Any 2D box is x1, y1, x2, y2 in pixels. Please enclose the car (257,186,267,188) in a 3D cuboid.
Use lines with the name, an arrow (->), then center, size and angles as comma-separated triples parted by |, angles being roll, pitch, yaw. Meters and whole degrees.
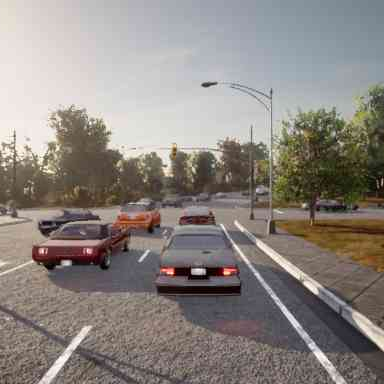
car -> 20.017, -0.763, 93.188 | 2.150, 2.045, 5.566 | 0, 3, 38

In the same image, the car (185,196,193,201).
car -> -1.447, 1.459, 68.482 | 1.895, 1.301, 4.718 | 0, 2, 21

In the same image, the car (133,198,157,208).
car -> -7.092, 1.668, 50.508 | 1.812, 1.442, 4.674 | 0, 0, 17

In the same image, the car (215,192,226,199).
car -> 6.595, 0.836, 77.994 | 1.812, 1.442, 4.674 | 0, 3, 26

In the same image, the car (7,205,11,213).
car -> -22.425, 1.745, 36.385 | 4.902, 1.511, 2.128 | -1, 0, 2

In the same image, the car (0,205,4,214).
car -> -3.408, 1.222, 1.359 | 2.150, 2.045, 5.566 | 0, 0, -1

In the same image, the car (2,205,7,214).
car -> -21.556, 1.708, 32.839 | 4.902, 1.511, 2.128 | -1, 0, 4

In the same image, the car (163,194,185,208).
car -> -3.030, 1.363, 50.373 | 2.150, 2.045, 5.566 | 0, 0, 9

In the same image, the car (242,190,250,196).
car -> 14.325, 0.261, 84.711 | 2.128, 1.511, 4.902 | 0, 3, 33

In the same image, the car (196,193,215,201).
car -> 2.433, 1.342, 68.754 | 2.033, 1.411, 5.357 | 0, 2, 21

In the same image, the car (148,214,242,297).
car -> 0.144, 1.558, 8.792 | 2.033, 1.411, 5.357 | 0, 0, 0

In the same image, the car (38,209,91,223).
car -> -6.857, 1.642, 18.913 | 1.895, 1.301, 4.718 | 0, 0, 2

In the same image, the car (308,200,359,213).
car -> 16.123, 1.646, 37.739 | 4.718, 1.301, 1.895 | -1, 0, 4

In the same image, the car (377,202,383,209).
car -> 25.750, 1.401, 40.656 | 5.357, 1.411, 2.033 | -2, 0, 3

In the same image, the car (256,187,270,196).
car -> 17.866, 0.264, 83.786 | 1.895, 1.301, 4.718 | 0, 3, 33

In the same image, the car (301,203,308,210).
car -> 16.053, 1.662, 41.249 | 4.718, 1.301, 1.895 | -1, 0, 4

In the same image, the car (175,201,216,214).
car -> 0.330, 1.518, 18.539 | 1.882, 1.535, 5.008 | 0, 0, 2

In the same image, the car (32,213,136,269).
car -> -3.336, 1.618, 11.130 | 1.895, 1.301, 4.718 | 0, 0, 1

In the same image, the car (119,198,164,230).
car -> -3.138, 1.397, 20.108 | 2.097, 1.767, 4.553 | 0, 0, 2

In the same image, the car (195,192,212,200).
car -> 2.713, 0.949, 78.074 | 2.033, 1.411, 5.357 | 0, 3, 26
